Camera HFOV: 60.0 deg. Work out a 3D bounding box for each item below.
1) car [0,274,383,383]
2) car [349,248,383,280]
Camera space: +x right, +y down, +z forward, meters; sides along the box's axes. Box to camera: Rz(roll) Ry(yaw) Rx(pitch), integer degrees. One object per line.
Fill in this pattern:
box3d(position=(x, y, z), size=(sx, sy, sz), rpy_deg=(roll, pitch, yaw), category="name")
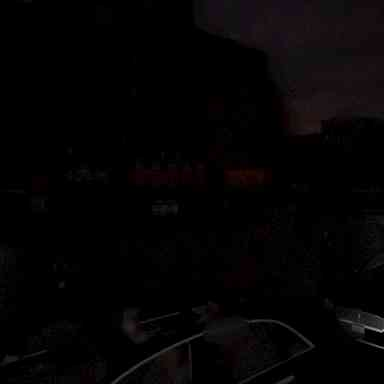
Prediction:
box3d(position=(-0.465, 1.555, 2.504), size=(4.403, 1.369, 2.008), rpy_deg=(0, -2, -35), category="car")
box3d(position=(3.974, 1.582, 5.665), size=(4.403, 1.369, 2.008), rpy_deg=(0, -2, -35), category="car")
